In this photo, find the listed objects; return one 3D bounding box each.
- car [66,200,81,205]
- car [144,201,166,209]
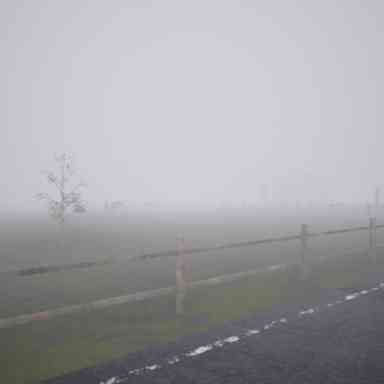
[{"bbox_3d":[-30.600,2.787,85.578,5.008,1.535,1.882,-1,-1,38],"label":"car"},{"bbox_3d":[-6.660,2.318,60.138,2.128,1.511,4.902,0,-1,-45],"label":"car"}]
